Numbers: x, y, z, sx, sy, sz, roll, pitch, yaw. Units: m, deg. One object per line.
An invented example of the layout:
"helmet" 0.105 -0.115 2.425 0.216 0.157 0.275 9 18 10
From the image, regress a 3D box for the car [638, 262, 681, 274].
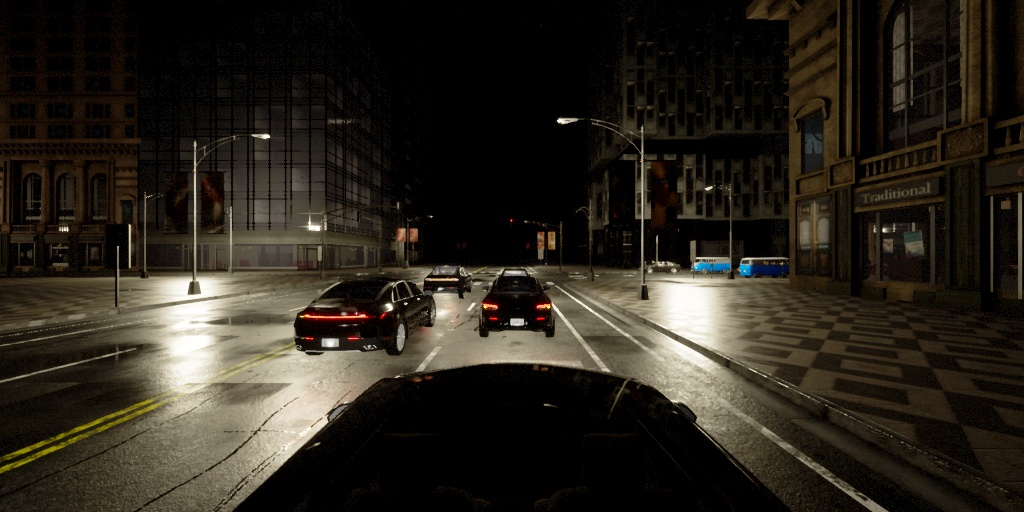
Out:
"car" 15.981 1.264 38.867 4.403 1.370 2.007 0 0 0

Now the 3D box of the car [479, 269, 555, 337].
"car" 0.123 1.276 10.115 1.812 1.442 4.674 0 0 0

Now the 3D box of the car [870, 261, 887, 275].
"car" 32.778 1.253 30.223 4.207 1.307 1.802 0 0 0

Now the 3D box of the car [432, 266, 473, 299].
"car" -3.106 1.241 18.034 2.128 1.511 4.902 0 0 0

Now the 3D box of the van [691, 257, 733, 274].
"van" 21.600 1.043 38.827 3.998 1.789 1.690 0 0 0

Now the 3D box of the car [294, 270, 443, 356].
"car" -3.133 1.255 8.620 1.837 1.490 4.892 0 0 0

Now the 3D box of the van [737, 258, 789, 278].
"van" 21.540 1.033 30.303 3.998 1.789 1.690 0 0 0
